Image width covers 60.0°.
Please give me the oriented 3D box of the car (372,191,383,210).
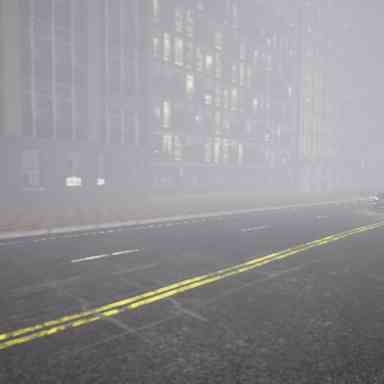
[{"bbox_3d":[15.467,0.457,25.336,2.097,1.767,4.553,4,4,44],"label":"car"}]
